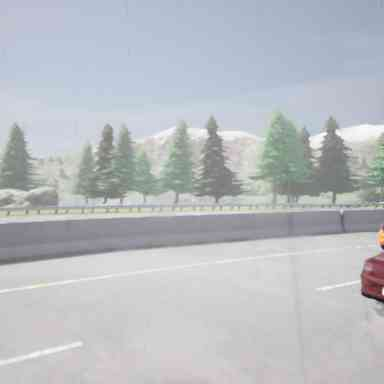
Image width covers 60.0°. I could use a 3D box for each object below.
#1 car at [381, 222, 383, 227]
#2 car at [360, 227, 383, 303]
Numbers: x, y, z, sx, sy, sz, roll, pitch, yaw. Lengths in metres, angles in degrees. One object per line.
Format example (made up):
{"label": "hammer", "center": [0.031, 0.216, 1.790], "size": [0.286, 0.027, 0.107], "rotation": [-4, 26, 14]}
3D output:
{"label": "car", "center": [9.129, 1.318, 12.100], "size": [4.553, 1.767, 2.097], "rotation": [0, 0, -23]}
{"label": "car", "center": [5.349, 1.507, 6.576], "size": [4.674, 1.442, 1.812], "rotation": [0, 0, -27]}
